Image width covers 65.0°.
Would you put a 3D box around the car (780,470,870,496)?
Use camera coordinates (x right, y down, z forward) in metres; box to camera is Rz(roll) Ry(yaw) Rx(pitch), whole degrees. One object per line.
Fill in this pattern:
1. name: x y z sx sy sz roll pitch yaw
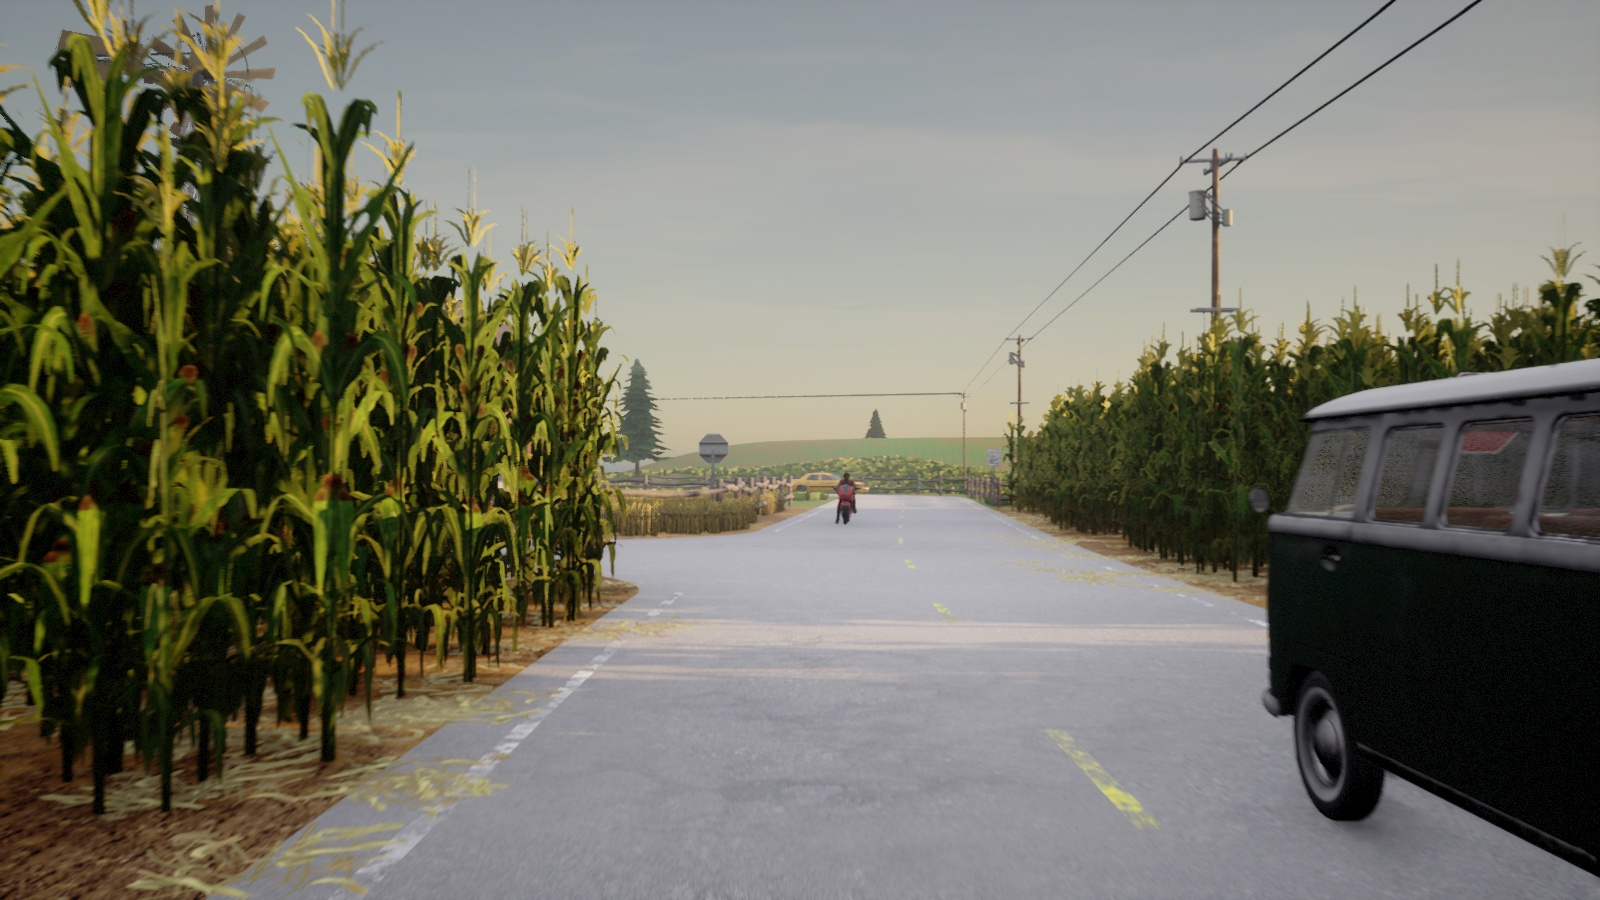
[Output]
1. car: 1.574 2.079 79.548 5.366 1.575 1.801 -1 -1 20

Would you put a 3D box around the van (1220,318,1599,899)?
1. van: 3.163 0.629 4.513 1.775 1.987 4.442 0 -1 0

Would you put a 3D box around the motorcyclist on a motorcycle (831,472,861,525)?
1. motorcyclist on a motorcycle: 1.377 1.412 37.107 0.797 1.523 2.044 0 -1 5
